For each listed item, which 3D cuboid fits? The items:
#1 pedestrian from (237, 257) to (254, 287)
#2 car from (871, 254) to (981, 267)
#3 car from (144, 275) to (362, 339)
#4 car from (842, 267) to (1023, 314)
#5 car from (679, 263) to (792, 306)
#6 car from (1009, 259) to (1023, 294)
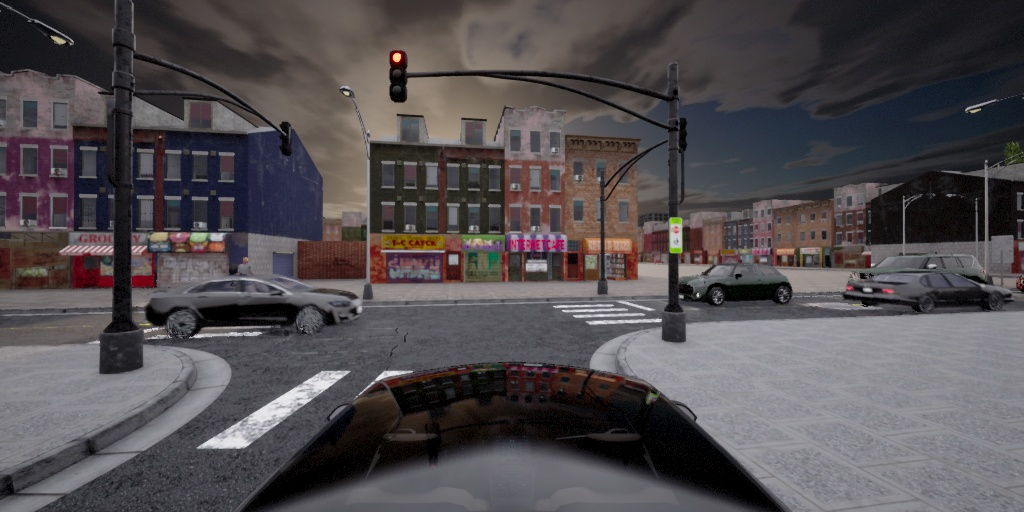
[{"bbox_3d":[-11.105,0.945,14.964,0.375,1.860,0.375,0,0,-9],"label":"pedestrian"},{"bbox_3d":[18.779,0.928,16.698,5.566,2.045,2.150,0,0,-9],"label":"car"},{"bbox_3d":[-6.717,1.252,9.719,4.902,1.511,2.128,0,0,-9],"label":"car"},{"bbox_3d":[15.114,1.247,13.139,5.357,1.411,2.033,0,0,-9],"label":"car"},{"bbox_3d":[9.178,1.083,15.164,4.553,1.767,2.097,0,0,-10],"label":"car"},{"bbox_3d":[28.627,1.034,18.197,4.553,1.767,2.097,0,0,-8],"label":"car"}]
